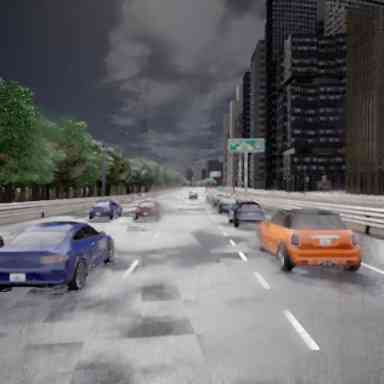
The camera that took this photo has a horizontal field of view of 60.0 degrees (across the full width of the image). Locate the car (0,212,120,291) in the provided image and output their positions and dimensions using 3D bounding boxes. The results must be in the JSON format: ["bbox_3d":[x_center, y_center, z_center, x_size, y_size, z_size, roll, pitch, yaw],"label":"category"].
[{"bbox_3d":[-3.400,1.492,8.786,1.812,1.442,4.674,0,0,0],"label":"car"}]

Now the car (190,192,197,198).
[{"bbox_3d":[0.483,0.710,90.488,1.882,1.535,5.008,0,1,1],"label":"car"}]

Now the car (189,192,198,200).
[{"bbox_3d":[0.282,1.003,74.611,1.812,1.442,4.674,0,1,1],"label":"car"}]

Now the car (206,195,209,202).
[{"bbox_3d":[3.604,1.324,54.822,1.895,1.301,4.718,0,0,0],"label":"car"}]

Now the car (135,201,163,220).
[{"bbox_3d":[-3.404,1.417,26.713,1.812,1.442,4.674,0,0,0],"label":"car"}]

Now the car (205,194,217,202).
[{"bbox_3d":[3.692,1.185,65.762,2.033,1.411,5.357,0,0,1],"label":"car"}]

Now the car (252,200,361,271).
[{"bbox_3d":[3.500,1.310,10.854,2.097,1.767,4.553,0,0,0],"label":"car"}]

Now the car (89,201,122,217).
[{"bbox_3d":[-6.904,1.417,26.772,1.812,1.442,4.674,0,0,0],"label":"car"}]

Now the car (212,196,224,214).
[{"bbox_3d":[3.502,1.363,32.878,2.163,1.488,4.792,0,0,0],"label":"car"}]

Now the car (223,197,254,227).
[{"bbox_3d":[3.491,1.344,21.877,2.033,1.649,4.856,0,0,0],"label":"car"}]

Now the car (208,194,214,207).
[{"bbox_3d":[3.541,1.300,43.820,1.837,1.490,4.892,0,0,0],"label":"car"}]
